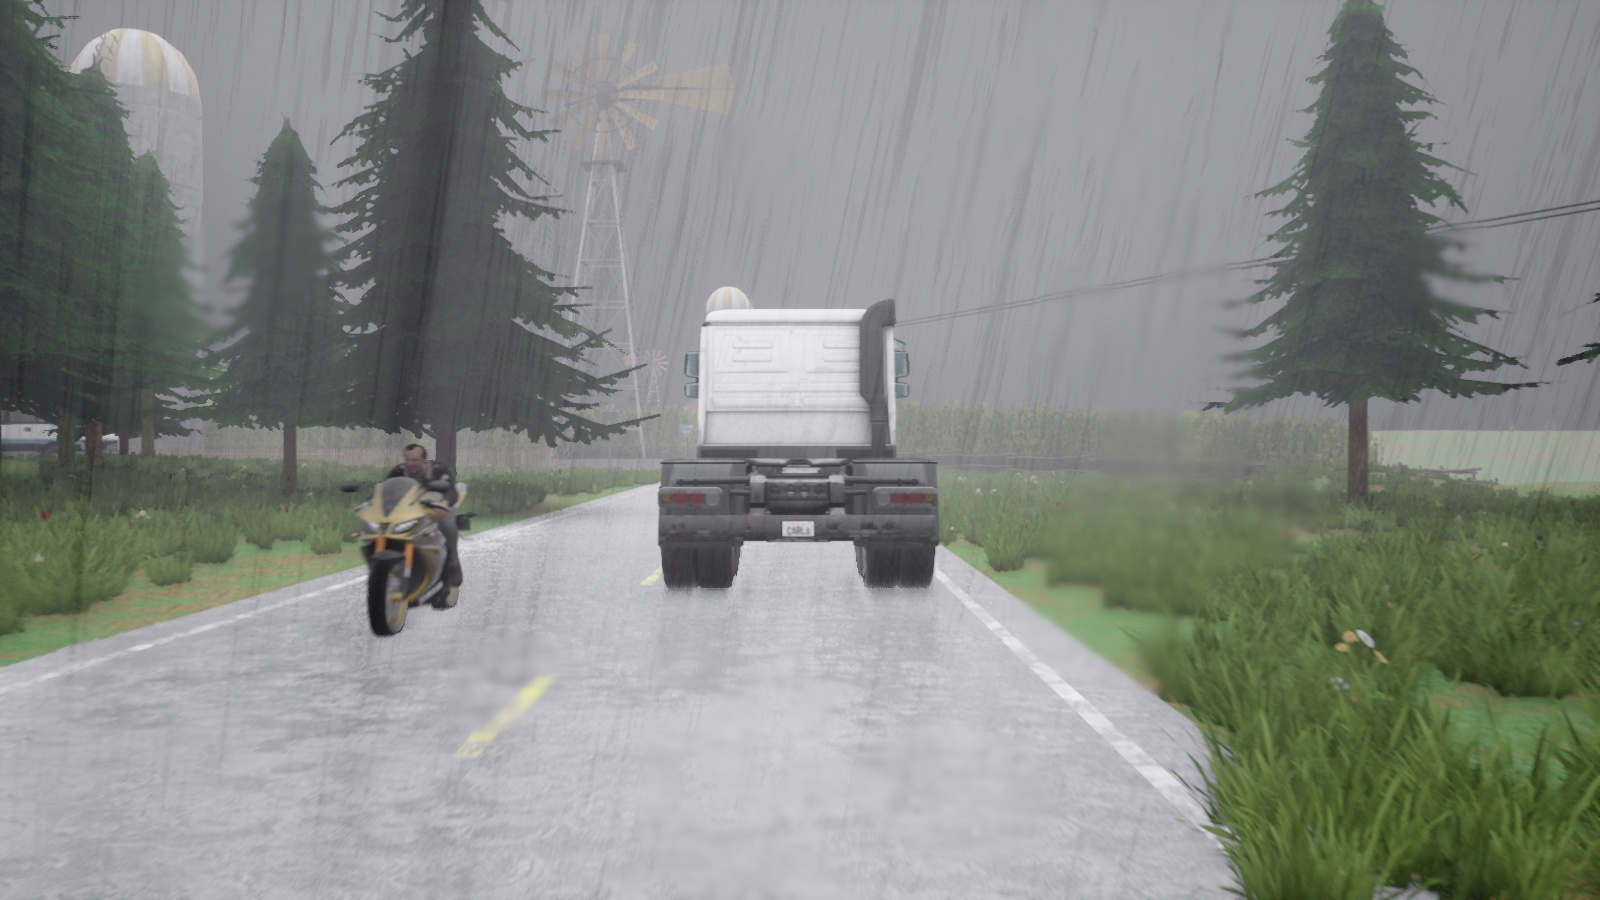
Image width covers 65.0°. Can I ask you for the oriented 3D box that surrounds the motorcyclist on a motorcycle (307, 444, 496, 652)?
[{"bbox_3d":[-3.212,0.720,10.387,0.866,1.530,2.191,0,0,0],"label":"motorcyclist on a motorcycle"}]

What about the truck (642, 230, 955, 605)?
[{"bbox_3d":[-0.026,-0.323,15.569,2.891,3.462,7.936,0,0,0],"label":"truck"}]

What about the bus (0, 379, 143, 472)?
[{"bbox_3d":[-37.462,-1.135,59.797,10.273,4.253,3.944,0,0,0],"label":"bus"}]
